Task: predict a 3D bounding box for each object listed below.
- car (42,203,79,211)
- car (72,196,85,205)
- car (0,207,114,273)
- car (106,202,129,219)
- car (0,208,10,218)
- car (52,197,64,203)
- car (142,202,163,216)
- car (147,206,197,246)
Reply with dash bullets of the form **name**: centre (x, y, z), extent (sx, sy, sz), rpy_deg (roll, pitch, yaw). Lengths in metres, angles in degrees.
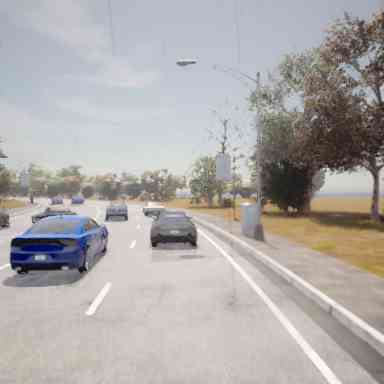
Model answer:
- **car**: centre (-9.012, 1.618, 21.954), extent (1.895, 1.301, 4.718), rpy_deg (0, 0, -9)
- **car**: centre (-20.792, 1.504, 60.747), extent (1.882, 1.535, 5.008), rpy_deg (0, 0, -24)
- **car**: centre (-3.975, 1.487, 10.780), extent (1.882, 1.535, 5.008), rpy_deg (0, 0, -4)
- **car**: centre (-6.502, 1.560, 28.900), extent (2.033, 1.411, 5.357), rpy_deg (0, 0, -12)
- **car**: centre (-12.158, 1.548, 19.284), extent (1.812, 1.442, 4.674), rpy_deg (0, 0, -9)
- **car**: centre (-23.966, 1.550, 59.304), extent (1.812, 1.442, 4.674), rpy_deg (0, 0, -24)
- **car**: centre (-3.864, 1.612, 33.151), extent (1.895, 1.301, 4.718), rpy_deg (0, 0, -13)
- **car**: centre (-0.909, 1.567, 15.352), extent (1.994, 1.385, 4.181), rpy_deg (0, 0, -6)
